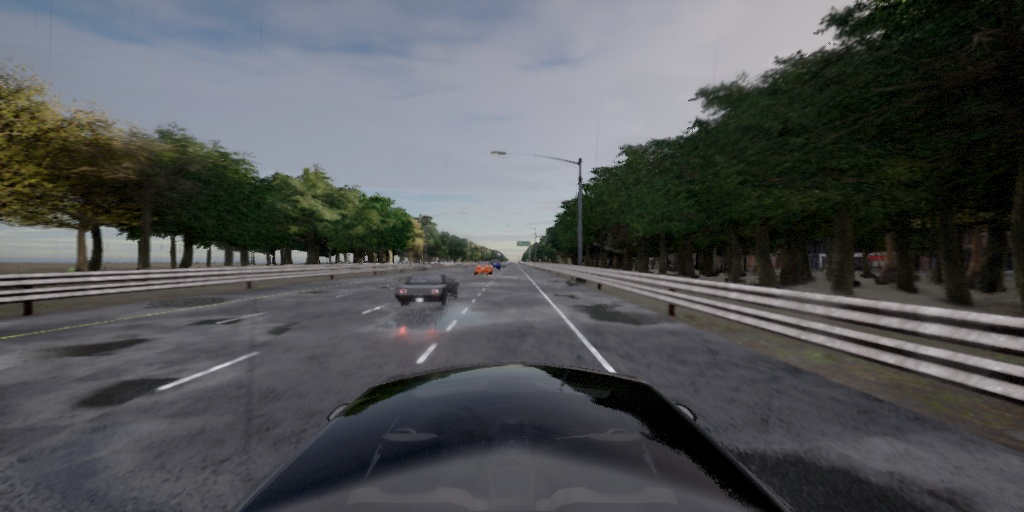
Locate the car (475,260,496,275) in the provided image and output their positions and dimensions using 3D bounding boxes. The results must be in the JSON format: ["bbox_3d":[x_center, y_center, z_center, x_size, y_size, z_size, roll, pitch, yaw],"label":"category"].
[{"bbox_3d":[-3.440,1.445,44.917,2.097,1.767,4.553,0,-1,0],"label":"car"}]

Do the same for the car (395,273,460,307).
[{"bbox_3d":[-3.503,1.402,15.829,1.895,1.301,4.718,0,0,0],"label":"car"}]
